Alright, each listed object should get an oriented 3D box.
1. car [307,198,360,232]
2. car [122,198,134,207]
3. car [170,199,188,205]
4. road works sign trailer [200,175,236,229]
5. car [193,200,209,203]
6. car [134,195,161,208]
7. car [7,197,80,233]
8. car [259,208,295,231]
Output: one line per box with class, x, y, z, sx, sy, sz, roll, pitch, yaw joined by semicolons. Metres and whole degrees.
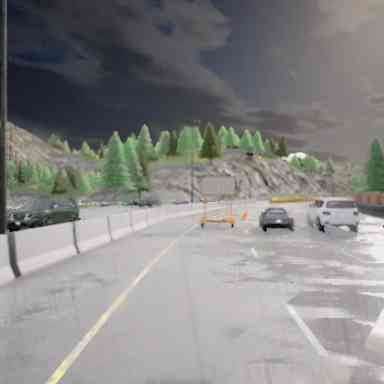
car;8.949;1.394;21.508;2.150;2.045;5.566;0;0;9
car;-10.489;1.886;58.427;2.128;1.511;4.902;0;0;20
car;-2.272;1.951;60.318;1.812;1.442;4.674;0;0;22
road works sign trailer;1.854;0.633;23.037;2.380;3.560;2.880;0;0;11
car;1.784;2.040;61.088;1.895;1.301;4.718;0;0;22
car;-7.253;1.611;57.105;2.150;2.045;5.566;0;0;20
car;-9.038;1.351;20.704;2.150;2.045;5.566;0;0;8
car;5.509;1.732;21.929;1.994;1.385;4.181;0;0;9
